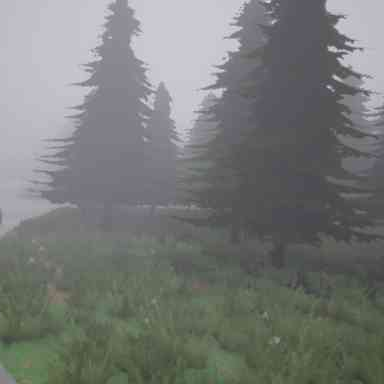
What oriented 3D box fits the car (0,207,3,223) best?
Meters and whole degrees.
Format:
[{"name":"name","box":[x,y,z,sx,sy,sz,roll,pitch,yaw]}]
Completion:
[{"name":"car","box":[-14.047,1.386,22.254,2.097,1.767,4.553,4,-2,-23]}]
